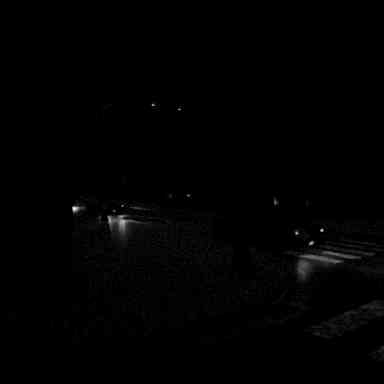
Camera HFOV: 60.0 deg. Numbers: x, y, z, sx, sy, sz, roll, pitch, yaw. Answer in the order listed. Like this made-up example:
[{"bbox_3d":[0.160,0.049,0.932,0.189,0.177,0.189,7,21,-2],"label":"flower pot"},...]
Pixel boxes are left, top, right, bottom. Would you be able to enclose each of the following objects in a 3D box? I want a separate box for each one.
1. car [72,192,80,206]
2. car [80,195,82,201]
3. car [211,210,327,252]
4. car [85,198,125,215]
[{"bbox_3d":[-15.440,0.521,39.623,2.150,2.045,5.566,0,3,-33],"label":"car"},{"bbox_3d":[-17.182,0.712,47.125,2.033,1.411,5.357,0,1,-35],"label":"car"},{"bbox_3d":[2.913,1.443,13.449,1.895,1.301,4.718,0,1,-35],"label":"car"},{"bbox_3d":[-7.411,1.154,28.126,1.895,1.301,4.718,0,1,-35],"label":"car"}]
